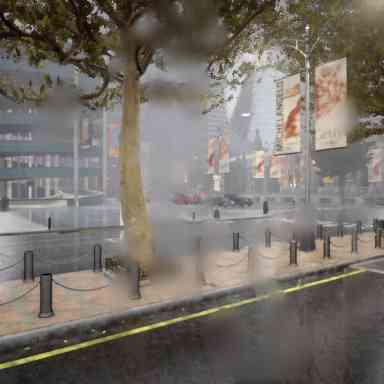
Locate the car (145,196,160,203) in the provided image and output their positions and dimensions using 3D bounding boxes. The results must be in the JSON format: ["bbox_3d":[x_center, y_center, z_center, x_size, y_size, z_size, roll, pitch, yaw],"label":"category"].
[{"bbox_3d":[-9.534,1.506,68.178,4.892,1.490,1.837,0,0,39],"label":"car"}]

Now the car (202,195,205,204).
[{"bbox_3d":[1.494,1.352,60.949,2.097,1.767,4.553,0,0,-37],"label":"car"}]

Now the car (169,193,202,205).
[{"bbox_3d":[-1.166,1.221,58.722,2.150,2.045,5.566,0,0,-36],"label":"car"}]

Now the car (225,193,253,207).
[{"bbox_3d":[7.194,1.221,53.084,2.150,2.045,5.566,0,0,-36],"label":"car"}]

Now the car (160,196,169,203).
[{"bbox_3d":[-5.386,1.547,69.336,5.357,1.411,2.033,0,0,44],"label":"car"}]

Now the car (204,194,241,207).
[{"bbox_3d":[4.583,1.491,50.713,2.128,1.511,4.902,0,0,-35],"label":"car"}]
